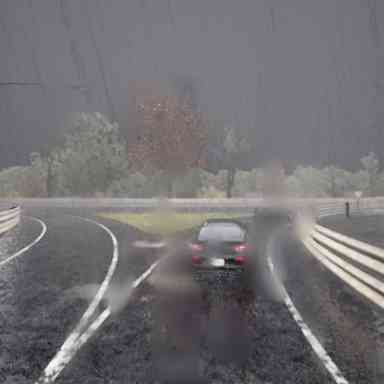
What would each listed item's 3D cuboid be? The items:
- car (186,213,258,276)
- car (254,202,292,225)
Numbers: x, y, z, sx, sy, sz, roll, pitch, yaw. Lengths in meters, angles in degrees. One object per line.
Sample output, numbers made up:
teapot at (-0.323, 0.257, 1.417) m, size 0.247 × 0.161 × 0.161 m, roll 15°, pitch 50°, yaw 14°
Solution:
car at (0.975, 1.540, 10.321) m, size 1.812 × 1.442 × 4.674 m, roll 0°, pitch 0°, yaw 9°
car at (6.152, 1.511, 24.921) m, size 1.882 × 1.535 × 5.008 m, roll 0°, pitch 0°, yaw 28°
